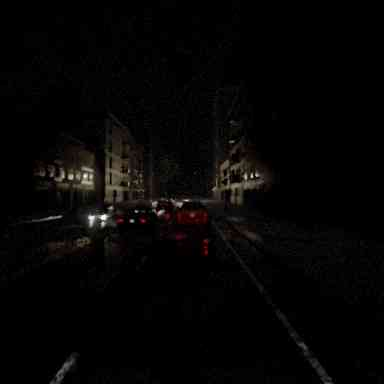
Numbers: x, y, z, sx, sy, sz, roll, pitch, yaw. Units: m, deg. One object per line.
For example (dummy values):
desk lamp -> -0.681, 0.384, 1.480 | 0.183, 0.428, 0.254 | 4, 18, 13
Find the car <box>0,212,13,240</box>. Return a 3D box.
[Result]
car -> -9.827, 1.567, 14.653 | 1.837, 1.490, 4.892 | 0, 0, 0

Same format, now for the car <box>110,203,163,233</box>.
car -> -3.209, 1.617, 20.381 | 2.033, 1.411, 5.357 | 0, 0, 1

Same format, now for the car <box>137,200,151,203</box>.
car -> -6.626, 1.748, 45.667 | 1.895, 1.301, 4.718 | 0, 0, 1

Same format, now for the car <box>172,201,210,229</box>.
car -> 0.037, 1.421, 22.153 | 2.097, 1.767, 4.553 | 0, 0, 0

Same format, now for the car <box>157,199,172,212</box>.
car -> -3.227, 1.618, 40.196 | 2.128, 1.511, 4.902 | 0, 0, 0

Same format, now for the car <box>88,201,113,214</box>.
car -> -9.896, 1.688, 36.536 | 1.994, 1.385, 4.181 | 0, 0, 0

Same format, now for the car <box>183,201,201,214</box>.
car -> 0.020, 1.714, 37.573 | 1.895, 1.301, 4.718 | 0, 0, 0
